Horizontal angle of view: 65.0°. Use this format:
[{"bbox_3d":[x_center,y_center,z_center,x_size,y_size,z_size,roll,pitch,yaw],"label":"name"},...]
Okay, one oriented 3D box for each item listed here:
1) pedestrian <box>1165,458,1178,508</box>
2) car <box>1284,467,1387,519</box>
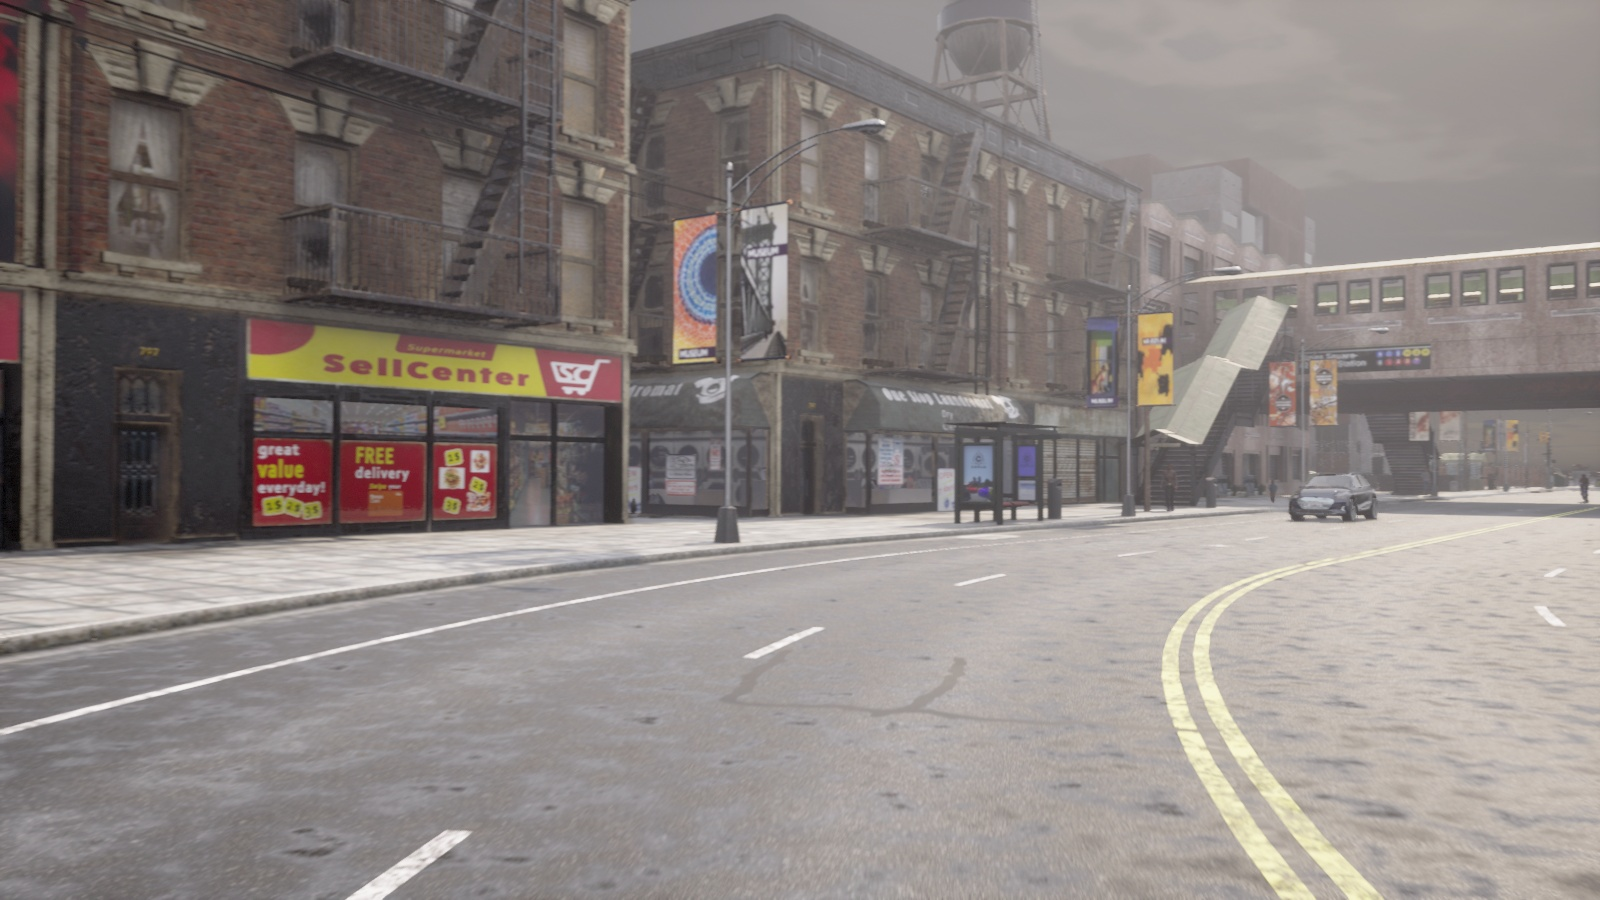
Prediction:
[{"bbox_3d":[13.440,1.193,45.402,0.328,1.805,0.869,-1,-1,23],"label":"pedestrian"},{"bbox_3d":[18.092,1.401,42.330,2.033,1.649,4.856,-1,-1,37],"label":"car"}]
